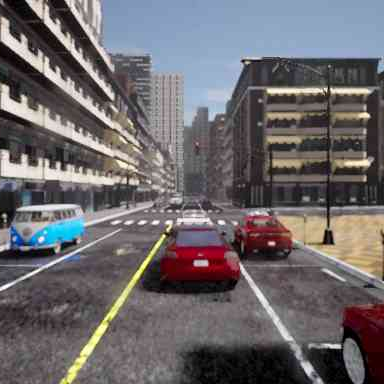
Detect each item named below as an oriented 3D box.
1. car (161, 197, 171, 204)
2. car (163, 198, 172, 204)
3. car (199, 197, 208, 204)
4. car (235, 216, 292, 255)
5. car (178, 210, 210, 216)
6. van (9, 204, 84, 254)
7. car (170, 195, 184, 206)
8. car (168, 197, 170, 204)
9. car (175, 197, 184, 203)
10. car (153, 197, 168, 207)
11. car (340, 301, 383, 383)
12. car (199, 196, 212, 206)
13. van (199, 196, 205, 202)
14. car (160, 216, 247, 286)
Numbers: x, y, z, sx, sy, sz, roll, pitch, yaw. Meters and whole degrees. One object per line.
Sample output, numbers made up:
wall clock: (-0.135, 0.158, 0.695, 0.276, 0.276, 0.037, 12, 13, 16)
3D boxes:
car: (-5.705, 1.873, 73.501, 1.967, 1.590, 4.097, -1, 0, 0)
car: (-5.705, 2.051, 79.028, 1.802, 1.307, 4.206, -1, 0, 0)
car: (2.676, 2.020, 79.023, 2.008, 1.369, 4.403, -1, 0, 0)
car: (2.682, 1.618, 13.442, 1.887, 1.381, 4.507, 0, 0, 0)
car: (0.110, 1.709, 19.729, 1.895, 1.301, 4.718, 0, 0, 1)
van: (-5.700, 1.414, 13.443, 1.690, 1.788, 3.998, 0, 0, 0)
car: (-3.028, 1.593, 63.876, 2.150, 2.045, 5.566, 0, 0, 0)
car: (-5.703, 1.929, 62.444, 1.947, 1.339, 4.313, 0, 0, 0)
car: (-3.008, 2.023, 80.240, 1.994, 1.385, 4.181, 0, 0, 0)
car: (-5.702, 1.879, 56.917, 2.008, 1.369, 4.403, 0, 0, 0)
car: (2.683, 1.558, 2.391, 1.887, 1.381, 4.507, 0, 0, 0)
car: (2.676, 1.803, 62.441, 1.967, 1.590, 4.097, -1, 0, 0)
van: (2.673, 1.883, 90.080, 1.690, 1.788, 3.998, -1, 0, 0)
car: (0.122, 1.616, 9.620, 1.994, 1.385, 4.181, 0, 0, -2)
